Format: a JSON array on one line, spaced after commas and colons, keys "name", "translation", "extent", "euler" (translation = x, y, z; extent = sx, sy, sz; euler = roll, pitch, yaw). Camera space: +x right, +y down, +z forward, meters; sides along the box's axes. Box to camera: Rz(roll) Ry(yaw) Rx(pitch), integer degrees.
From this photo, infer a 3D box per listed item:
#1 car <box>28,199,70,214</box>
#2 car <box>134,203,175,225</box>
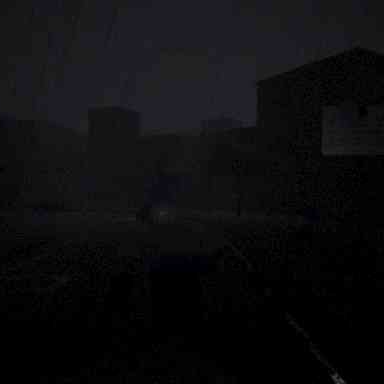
[{"name": "car", "translation": [-15.650, 1.539, 36.177], "extent": [5.008, 1.535, 1.882], "euler": [-1, 2, 24]}, {"name": "car", "translation": [-2.775, 1.486, 24.068], "extent": [1.994, 1.385, 4.181], "euler": [-1, 1, -24]}]
